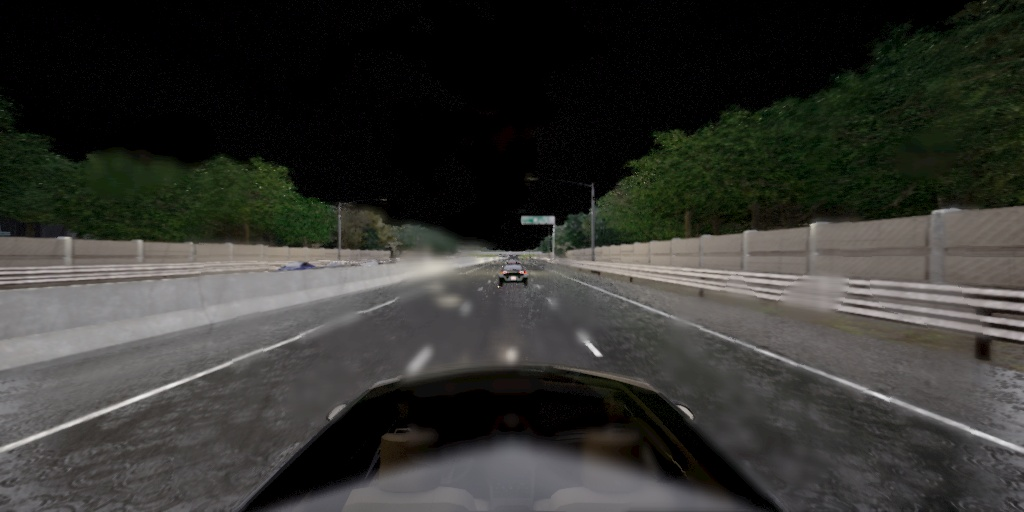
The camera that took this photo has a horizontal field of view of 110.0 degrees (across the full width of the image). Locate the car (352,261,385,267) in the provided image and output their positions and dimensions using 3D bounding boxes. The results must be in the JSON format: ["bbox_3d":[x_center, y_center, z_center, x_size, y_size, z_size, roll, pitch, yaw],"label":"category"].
[{"bbox_3d":[-14.079,1.278,36.488,1.812,1.442,4.674,0,0,0],"label":"car"}]

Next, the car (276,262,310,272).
[{"bbox_3d":[-21.089,1.278,35.312,1.812,1.442,4.674,0,0,0],"label":"car"}]

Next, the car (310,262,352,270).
[{"bbox_3d":[-17.579,1.300,36.159,2.033,1.411,5.357,0,0,0],"label":"car"}]

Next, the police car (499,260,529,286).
[{"bbox_3d":[0.089,1.260,25.643,2.038,1.542,4.974,0,0,0],"label":"police car"}]
